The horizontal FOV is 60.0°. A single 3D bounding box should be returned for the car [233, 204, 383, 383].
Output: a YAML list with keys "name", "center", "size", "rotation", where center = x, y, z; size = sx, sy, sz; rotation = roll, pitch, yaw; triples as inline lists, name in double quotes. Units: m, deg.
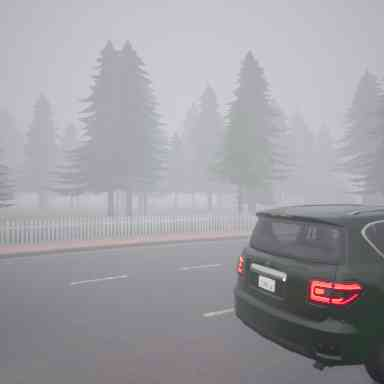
- name: "car"
  center: [3.306, 1.222, 5.348]
  size: [5.566, 2.045, 2.150]
  rotation: [0, 0, -27]
